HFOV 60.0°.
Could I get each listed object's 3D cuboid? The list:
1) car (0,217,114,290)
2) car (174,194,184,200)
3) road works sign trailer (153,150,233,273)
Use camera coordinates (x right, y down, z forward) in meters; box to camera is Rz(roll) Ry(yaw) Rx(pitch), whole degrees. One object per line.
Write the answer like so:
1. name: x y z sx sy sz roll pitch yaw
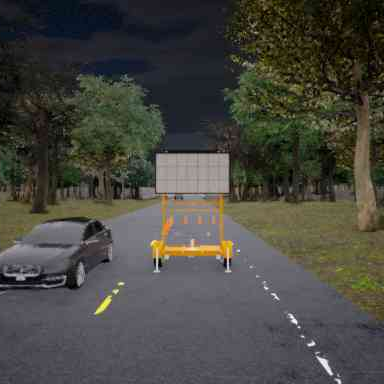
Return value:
1. car: -3.482 1.505 9.199 1.837 1.490 4.892 0 0 0
2. car: -3.336 1.091 84.721 2.150 2.045 5.566 0 0 0
3. road works sign trailer: 0.020 0.464 10.707 2.380 3.560 2.880 0 0 0
